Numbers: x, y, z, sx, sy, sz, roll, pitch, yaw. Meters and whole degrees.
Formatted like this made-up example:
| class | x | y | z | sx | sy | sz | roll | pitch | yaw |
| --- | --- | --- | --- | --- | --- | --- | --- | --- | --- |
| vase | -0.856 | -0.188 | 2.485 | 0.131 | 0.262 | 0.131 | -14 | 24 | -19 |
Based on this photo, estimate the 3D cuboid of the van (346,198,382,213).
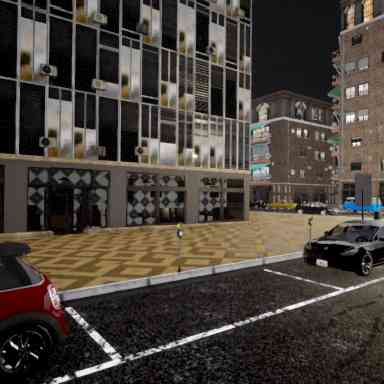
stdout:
| class | x | y | z | sx | sy | sz | roll | pitch | yaw |
| --- | --- | --- | --- | --- | --- | --- | --- | --- | --- |
| van | 19.061 | 1.525 | 37.396 | 1.690 | 1.788 | 3.998 | 0 | -1 | -35 |

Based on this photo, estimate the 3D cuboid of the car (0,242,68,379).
| class | x | y | z | sx | sy | sz | roll | pitch | yaw |
| --- | --- | --- | --- | --- | --- | --- | --- | --- | --- |
| car | -3.751 | 1.440 | 3.873 | 4.097 | 1.590 | 1.967 | 0 | 1 | -35 |

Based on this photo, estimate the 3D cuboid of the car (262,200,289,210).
| class | x | y | z | sx | sy | sz | roll | pitch | yaw |
| --- | --- | --- | --- | --- | --- | --- | --- | --- | --- |
| car | 12.634 | 1.788 | 46.652 | 1.752 | 1.417 | 4.829 | 0 | -1 | -35 |

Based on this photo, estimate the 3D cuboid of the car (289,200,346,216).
| class | x | y | z | sx | sy | sz | roll | pitch | yaw |
| --- | --- | --- | --- | --- | --- | --- | --- | --- | --- |
| car | 12.174 | 1.620 | 32.619 | 2.008 | 1.369 | 4.403 | 0 | -1 | -35 |

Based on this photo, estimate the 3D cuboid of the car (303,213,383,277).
| class | x | y | z | sx | sy | sz | roll | pitch | yaw |
| --- | --- | --- | --- | --- | --- | --- | --- | --- | --- |
| car | 5.327 | 1.567 | 10.346 | 4.313 | 1.339 | 1.947 | 0 | 1 | -35 |

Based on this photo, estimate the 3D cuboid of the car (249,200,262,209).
| class | x | y | z | sx | sy | sz | roll | pitch | yaw |
| --- | --- | --- | --- | --- | --- | --- | --- | --- | --- |
| car | 9.567 | 1.865 | 51.070 | 1.947 | 1.339 | 4.313 | 0 | -1 | -35 |
